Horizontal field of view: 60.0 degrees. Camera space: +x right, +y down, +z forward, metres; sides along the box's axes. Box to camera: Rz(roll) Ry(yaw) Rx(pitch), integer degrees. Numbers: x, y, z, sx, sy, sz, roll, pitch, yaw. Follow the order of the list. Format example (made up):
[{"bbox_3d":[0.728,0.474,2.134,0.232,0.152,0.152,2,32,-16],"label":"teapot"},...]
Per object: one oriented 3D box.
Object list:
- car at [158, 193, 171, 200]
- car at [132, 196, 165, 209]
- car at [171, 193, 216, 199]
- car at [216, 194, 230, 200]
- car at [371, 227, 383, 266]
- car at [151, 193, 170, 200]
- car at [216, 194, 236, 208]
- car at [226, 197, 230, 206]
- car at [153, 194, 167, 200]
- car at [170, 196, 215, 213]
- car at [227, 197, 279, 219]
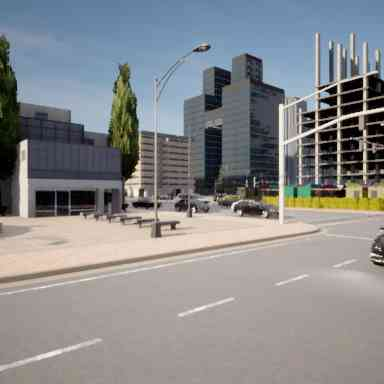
[{"bbox_3d":[-6.441,1.149,85.095,3.866,1.878,1.905,0,0,-40],"label":"car"},{"bbox_3d":[-6.093,1.597,44.433,1.895,1.301,4.718,0,0,-38],"label":"car"},{"bbox_3d":[0.093,1.218,42.226,2.150,2.045,5.566,0,0,-38],"label":"car"},{"bbox_3d":[8.729,1.386,94.167,3.806,1.475,1.970,0,0,-40],"label":"car"},{"bbox_3d":[7.363,1.503,10.481,4.892,1.490,1.837,0,0,-41],"label":"car"},{"bbox_3d":[-8.247,1.146,87.357,4.605,1.855,1.932,0,0,-40],"label":"car"},{"bbox_3d":[5.702,1.486,46.725,2.128,1.511,4.902,0,0,-38],"label":"car"},{"bbox_3d":[6.112,1.522,34.615,1.812,1.442,4.674,0,0,-38],"label":"car"},{"bbox_3d":[-6.398,1.474,50.499,1.882,1.535,5.008,0,0,-38],"label":"car"},{"bbox_3d":[-0.018,1.501,36.709,1.837,1.490,4.892,0,0,-38],"label":"car"},{"bbox_3d":[5.803,1.488,29.316,2.128,1.511,4.902,0,0,-38],"label":"car"}]
